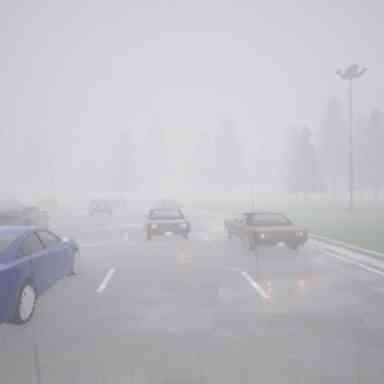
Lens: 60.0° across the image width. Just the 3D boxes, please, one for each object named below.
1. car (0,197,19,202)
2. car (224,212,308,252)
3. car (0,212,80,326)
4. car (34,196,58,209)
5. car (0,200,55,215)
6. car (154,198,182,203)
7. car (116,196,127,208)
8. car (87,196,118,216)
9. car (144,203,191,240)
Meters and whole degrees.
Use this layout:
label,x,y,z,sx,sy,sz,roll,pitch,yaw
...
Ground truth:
label,x,y,z,sx,sy,sz,roll,pitch,yaw
car,-20.317,1.278,37.275,1.812,1.442,4.674,-1,1,-37
car,2.634,1.418,13.159,1.895,1.301,4.718,-1,1,-8
car,-3.798,1.430,6.932,1.882,1.535,5.008,0,1,-4
car,-17.205,1.181,38.931,1.882,1.535,5.008,0,0,-36
car,-8.707,1.385,17.049,1.837,1.490,4.892,0,1,-11
car,-2.590,1.219,34.310,1.895,1.301,4.718,-1,1,-21
car,-9.030,1.146,39.324,1.812,1.442,4.674,-1,1,-28
car,-8.251,1.275,29.635,2.033,1.411,5.357,-1,1,-21
car,-1.347,1.423,16.022,1.895,1.301,4.718,-1,1,-10
